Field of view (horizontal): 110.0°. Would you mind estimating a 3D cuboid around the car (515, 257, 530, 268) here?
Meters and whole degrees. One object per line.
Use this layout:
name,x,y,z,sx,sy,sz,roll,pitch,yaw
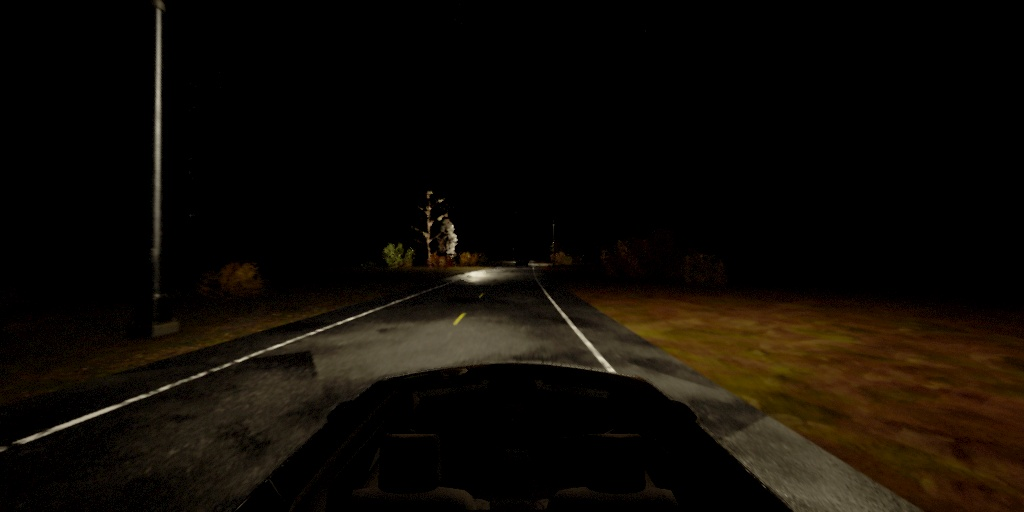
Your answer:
car,1.626,1.001,56.271,2.097,1.767,4.553,0,0,3
